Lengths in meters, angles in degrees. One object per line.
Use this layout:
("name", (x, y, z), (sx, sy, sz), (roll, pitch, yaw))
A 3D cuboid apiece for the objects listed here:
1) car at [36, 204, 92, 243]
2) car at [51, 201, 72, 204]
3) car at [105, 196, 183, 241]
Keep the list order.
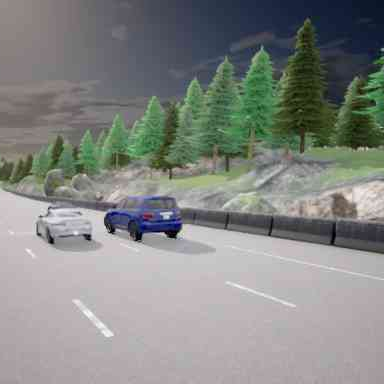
("car", (-6.191, 1.502, 15.939), (1.812, 1.442, 4.674), (0, -1, -34))
("car", (-12.296, 1.514, 31.483), (1.994, 1.385, 4.181), (0, 0, -34))
("car", (-2.609, 1.202, 16.872), (2.150, 2.045, 5.566), (0, 0, -34))
